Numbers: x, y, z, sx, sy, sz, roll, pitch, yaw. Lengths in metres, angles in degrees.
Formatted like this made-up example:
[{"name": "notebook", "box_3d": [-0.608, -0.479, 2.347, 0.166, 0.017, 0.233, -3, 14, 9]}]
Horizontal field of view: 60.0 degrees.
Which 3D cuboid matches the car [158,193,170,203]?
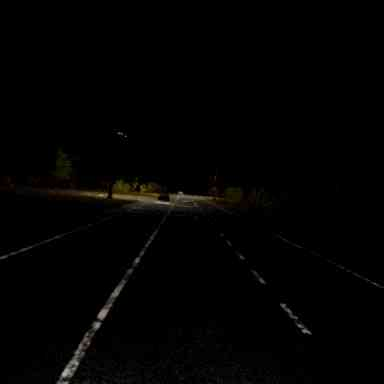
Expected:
[{"name": "car", "box_3d": [-4.541, 0.914, 54.609, 2.033, 1.411, 5.357, 5, 1, -1]}]
